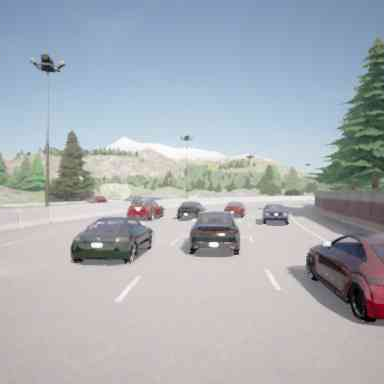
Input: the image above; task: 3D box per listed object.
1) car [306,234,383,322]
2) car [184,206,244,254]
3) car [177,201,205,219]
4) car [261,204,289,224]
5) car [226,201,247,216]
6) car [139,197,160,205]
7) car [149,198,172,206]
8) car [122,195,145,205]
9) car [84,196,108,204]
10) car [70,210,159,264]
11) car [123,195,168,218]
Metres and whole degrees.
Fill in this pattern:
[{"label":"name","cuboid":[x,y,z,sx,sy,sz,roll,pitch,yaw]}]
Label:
[{"label":"car","cuboid":[3.949,1.589,7.232,1.994,1.385,4.181,0,0,4]},{"label":"car","cuboid":[0.985,1.533,13.629,1.837,1.490,4.892,0,0,6]},{"label":"car","cuboid":[0.025,1.560,29.159,1.837,1.490,4.892,0,0,12]},{"label":"car","cuboid":[6.343,1.614,25.494,2.033,1.411,5.357,0,0,12]},{"label":"car","cuboid":[4.063,1.596,31.062,1.812,1.442,4.674,0,0,14]},{"label":"car","cuboid":[-7.799,1.619,61.683,1.812,1.442,4.674,0,0,24]},{"label":"car","cuboid":[-5.482,1.695,58.252,1.895,1.301,4.718,0,0,23]},{"label":"car","cuboid":[-11.060,1.439,62.976,2.097,1.767,4.553,0,0,24]},{"label":"car","cuboid":[-16.822,1.413,58.183,2.097,1.767,4.553,0,0,21]},{"label":"car","cuboid":[-2.682,1.579,12.047,1.994,1.385,4.181,0,0,5]},{"label":"car","cuboid":[-3.780,1.394,28.012,2.097,1.767,4.553,0,0,11]}]
